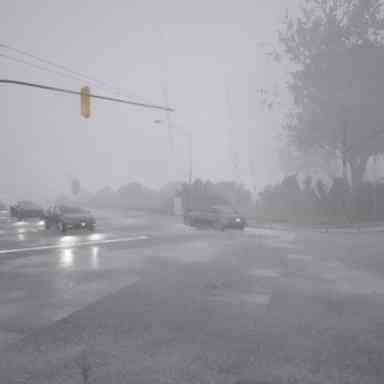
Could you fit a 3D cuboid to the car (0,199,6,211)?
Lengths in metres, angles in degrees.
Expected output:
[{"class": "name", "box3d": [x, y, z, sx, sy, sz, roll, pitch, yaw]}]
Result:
[{"class": "car", "box3d": [-23.510, 1.520, 39.987, 1.812, 1.442, 4.674, 0, 0, -38]}]

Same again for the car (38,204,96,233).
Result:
[{"class": "car", "box3d": [-7.350, 1.498, 19.780, 1.837, 1.490, 4.892, 0, 0, -39]}]

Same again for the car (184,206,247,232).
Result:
[{"class": "car", "box3d": [1.347, 1.548, 20.284, 1.994, 1.385, 4.181, 0, 0, -39]}]

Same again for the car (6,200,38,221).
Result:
[{"class": "car", "box3d": [-13.916, 1.472, 27.972, 1.882, 1.535, 5.008, 0, 0, -39]}]
